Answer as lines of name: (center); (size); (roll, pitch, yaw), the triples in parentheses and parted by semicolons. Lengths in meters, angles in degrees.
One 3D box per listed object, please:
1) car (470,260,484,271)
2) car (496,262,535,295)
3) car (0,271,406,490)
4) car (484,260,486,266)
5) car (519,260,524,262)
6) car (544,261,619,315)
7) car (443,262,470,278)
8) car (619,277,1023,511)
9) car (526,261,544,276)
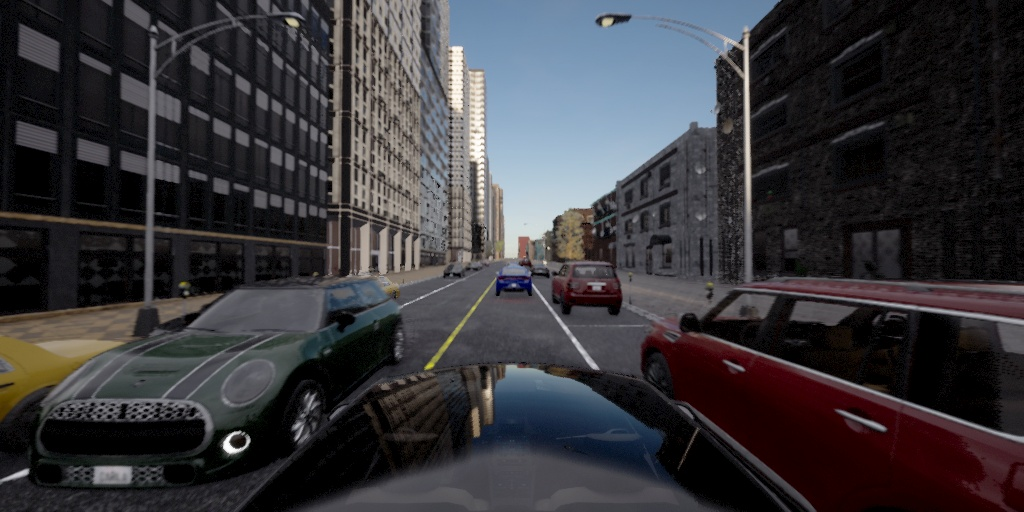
car: (-5.693, 1.520, 52.653); (1.948, 1.339, 4.313); (0, 0, 0)
car: (0.098, 1.309, 20.353); (1.882, 1.535, 5.008); (0, 0, 0)
car: (-3.100, 1.117, 5.030); (2.097, 1.767, 4.553); (0, 0, 0)
car: (-5.694, 1.556, 58.198); (1.802, 1.307, 4.207); (0, 0, 0)
car: (0.097, 1.442, 42.147); (1.812, 1.442, 4.674); (0, 0, 0)
car: (2.691, 1.119, 13.835); (2.192, 1.841, 5.009); (0, 0, 0)
car: (-5.692, 1.460, 36.015); (1.948, 1.339, 4.313); (0, 0, 0)
car: (2.691, 1.070, 2.742); (2.192, 1.841, 5.009); (0, 0, 0)
car: (2.689, 1.460, 36.018); (1.948, 1.339, 4.313); (0, 0, 0)
